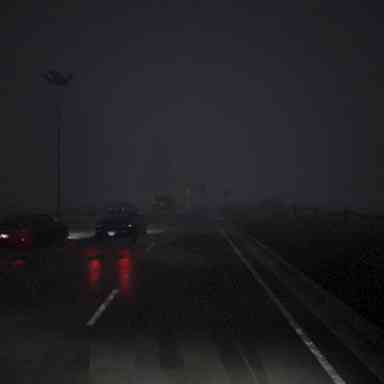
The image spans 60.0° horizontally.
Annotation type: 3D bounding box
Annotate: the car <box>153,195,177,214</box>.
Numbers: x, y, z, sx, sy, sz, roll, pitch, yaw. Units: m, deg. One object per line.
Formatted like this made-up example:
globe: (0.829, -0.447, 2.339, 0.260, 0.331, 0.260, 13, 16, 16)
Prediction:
car: (-3.018, 1.326, 37.607, 2.150, 2.045, 5.566, 0, 0, 3)

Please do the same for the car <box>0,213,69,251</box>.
car: (-6.896, 1.604, 14.272, 1.994, 1.385, 4.181, 0, 0, 0)

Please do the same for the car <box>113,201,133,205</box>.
car: (-6.780, 1.638, 32.776, 2.033, 1.411, 5.357, 0, 0, 2)

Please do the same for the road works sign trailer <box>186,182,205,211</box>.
road works sign trailer: (0.505, 0.581, 42.283, 2.380, 3.560, 2.880, 0, 0, 5)

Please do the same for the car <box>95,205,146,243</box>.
car: (-3.409, 1.571, 16.342, 1.812, 1.442, 4.674, 0, 0, 0)
